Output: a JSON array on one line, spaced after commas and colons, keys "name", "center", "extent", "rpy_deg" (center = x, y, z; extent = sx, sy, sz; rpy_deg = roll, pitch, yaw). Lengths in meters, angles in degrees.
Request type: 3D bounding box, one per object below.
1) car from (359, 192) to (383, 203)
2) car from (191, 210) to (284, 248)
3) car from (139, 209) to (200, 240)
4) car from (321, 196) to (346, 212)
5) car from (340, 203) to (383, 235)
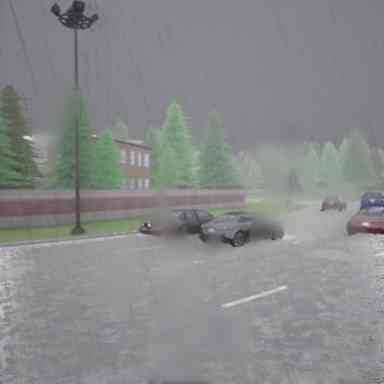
[{"name": "car", "center": [18.997, 1.013, 35.119], "extent": [2.150, 2.045, 5.566], "rpy_deg": [0, 0, 28]}, {"name": "car", "center": [2.304, 1.557, 14.913], "extent": [4.181, 1.385, 1.994], "rpy_deg": [-1, 0, -42]}, {"name": "car", "center": [-0.136, 1.578, 17.220], "extent": [5.357, 1.411, 2.033], "rpy_deg": [-1, 0, -43]}, {"name": "car", "center": [15.491, 1.194, 36.284], "extent": [2.097, 1.767, 4.553], "rpy_deg": [-1, 0, 30]}, {"name": "car", "center": [9.551, 1.461, 17.070], "extent": [1.994, 1.385, 4.181], "rpy_deg": [-1, 0, 44]}]
